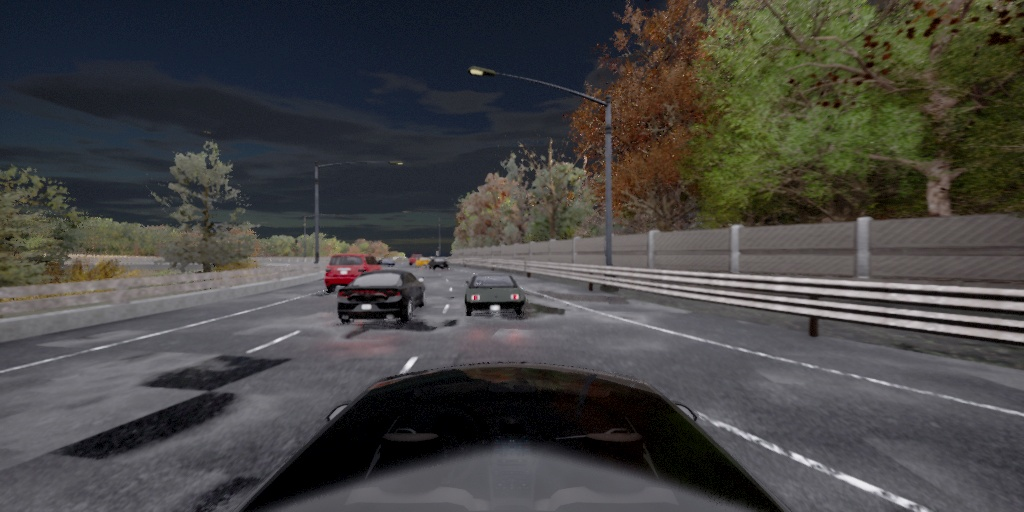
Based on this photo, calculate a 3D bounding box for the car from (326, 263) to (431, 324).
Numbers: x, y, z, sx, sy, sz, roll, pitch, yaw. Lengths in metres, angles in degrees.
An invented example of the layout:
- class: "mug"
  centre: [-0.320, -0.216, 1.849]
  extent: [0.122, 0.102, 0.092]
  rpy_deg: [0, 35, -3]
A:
- class: "car"
  centre: [-4.092, 1.180, 11.945]
  extent: [1.882, 1.535, 5.008]
  rpy_deg: [0, 0, -6]

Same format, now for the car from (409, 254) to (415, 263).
- class: "car"
  centre: [-16.639, 0.667, 62.453]
  extent: [2.150, 2.045, 5.566]
  rpy_deg: [0, 0, -20]

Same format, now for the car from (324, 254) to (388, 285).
- class: "car"
  centre: [-8.804, 0.891, 20.398]
  extent: [2.150, 2.045, 5.566]
  rpy_deg: [0, 0, -10]

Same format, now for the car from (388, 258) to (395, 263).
- class: "car"
  centre: [-21.393, 1.031, 61.102]
  extent: [1.994, 1.385, 4.181]
  rpy_deg: [-1, 0, -36]

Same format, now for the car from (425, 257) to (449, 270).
- class: "car"
  centre: [-9.468, 0.986, 45.876]
  extent: [1.882, 1.535, 5.008]
  rpy_deg: [0, 0, -23]

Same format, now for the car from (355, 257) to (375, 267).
- class: "car"
  centre: [-24.334, 0.968, 59.203]
  extent: [1.882, 1.535, 5.008]
  rpy_deg: [-1, 0, -36]

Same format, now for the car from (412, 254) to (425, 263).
- class: "car"
  centre: [-13.693, 0.944, 55.485]
  extent: [1.882, 1.535, 5.008]
  rpy_deg: [0, 0, -23]

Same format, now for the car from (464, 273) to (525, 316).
- class: "car"
  centre: [-0.759, 1.281, 13.172]
  extent: [1.895, 1.301, 4.718]
  rpy_deg: [0, 0, -6]
